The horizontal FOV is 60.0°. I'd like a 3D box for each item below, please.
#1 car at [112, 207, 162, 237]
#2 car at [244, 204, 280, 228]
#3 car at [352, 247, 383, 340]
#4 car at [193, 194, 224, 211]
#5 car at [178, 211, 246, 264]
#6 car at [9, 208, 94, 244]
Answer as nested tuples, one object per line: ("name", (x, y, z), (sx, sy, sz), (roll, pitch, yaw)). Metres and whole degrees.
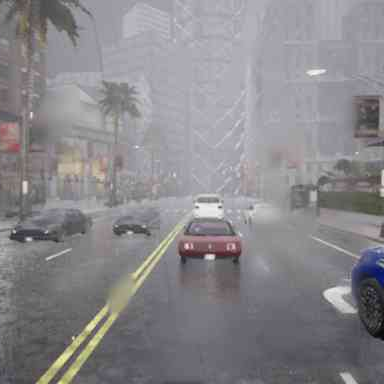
("car", (-2.788, 1.513, 18.232), (2.033, 1.411, 5.357), (0, 0, 3))
("car", (4.575, 1.510, 21.988), (1.812, 1.442, 4.674), (0, 0, 2))
("car", (3.762, 1.229, 3.367), (2.150, 2.045, 5.566), (0, 0, 2))
("car", (1.238, 1.190, 25.207), (2.150, 2.045, 5.566), (0, 0, 3))
("car", (0.613, 1.587, 11.791), (1.895, 1.301, 4.718), (0, 0, 3))
("car", (-6.405, 1.504, 15.964), (2.033, 1.411, 5.357), (0, 0, 3))
